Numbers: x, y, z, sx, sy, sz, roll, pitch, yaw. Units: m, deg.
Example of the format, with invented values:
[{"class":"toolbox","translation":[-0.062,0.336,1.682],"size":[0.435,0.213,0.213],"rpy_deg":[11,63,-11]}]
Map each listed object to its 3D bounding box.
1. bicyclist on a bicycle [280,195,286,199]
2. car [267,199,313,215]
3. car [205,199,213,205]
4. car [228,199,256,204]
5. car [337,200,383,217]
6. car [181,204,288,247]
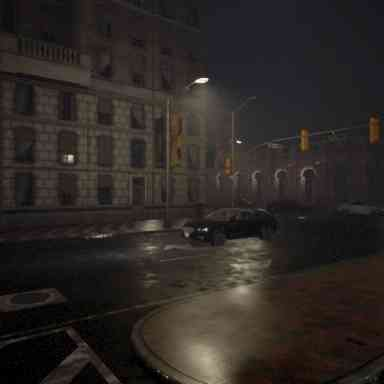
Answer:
[{"class":"bicyclist on a bicycle","translation":[15.490,1.301,56.467],"size":[1.656,1.620,0.582],"rpy_deg":[0,0,-36]},{"class":"car","translation":[9.809,1.477,33.639],"size":[1.882,1.535,5.008],"rpy_deg":[0,0,-36]},{"class":"car","translation":[0.982,1.492,45.871],"size":[2.128,1.511,4.902],"rpy_deg":[0,0,-36]},{"class":"car","translation":[6.627,1.564,44.026],"size":[1.994,1.385,4.181],"rpy_deg":[0,0,-36]},{"class":"car","translation":[16.036,1.526,31.121],"size":[1.812,1.442,4.674],"rpy_deg":[0,0,-37]},{"class":"car","translation":[1.782,1.492,15.088],"size":[4.902,1.511,2.128],"rpy_deg":[0,0,-36]}]
